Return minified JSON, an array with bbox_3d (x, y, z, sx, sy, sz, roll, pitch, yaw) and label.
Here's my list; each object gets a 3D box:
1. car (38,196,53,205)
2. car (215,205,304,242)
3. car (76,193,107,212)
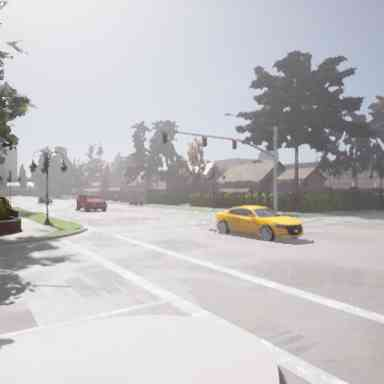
[{"bbox_3d":[-25.551,1.393,58.002,1.837,1.490,4.892,0,0,-35],"label":"car"},{"bbox_3d":[3.174,1.434,16.606,1.882,1.535,5.008,0,0,-34],"label":"car"},{"bbox_3d":[-11.521,1.195,37.842,2.150,2.045,5.566,0,1,-35],"label":"car"}]
